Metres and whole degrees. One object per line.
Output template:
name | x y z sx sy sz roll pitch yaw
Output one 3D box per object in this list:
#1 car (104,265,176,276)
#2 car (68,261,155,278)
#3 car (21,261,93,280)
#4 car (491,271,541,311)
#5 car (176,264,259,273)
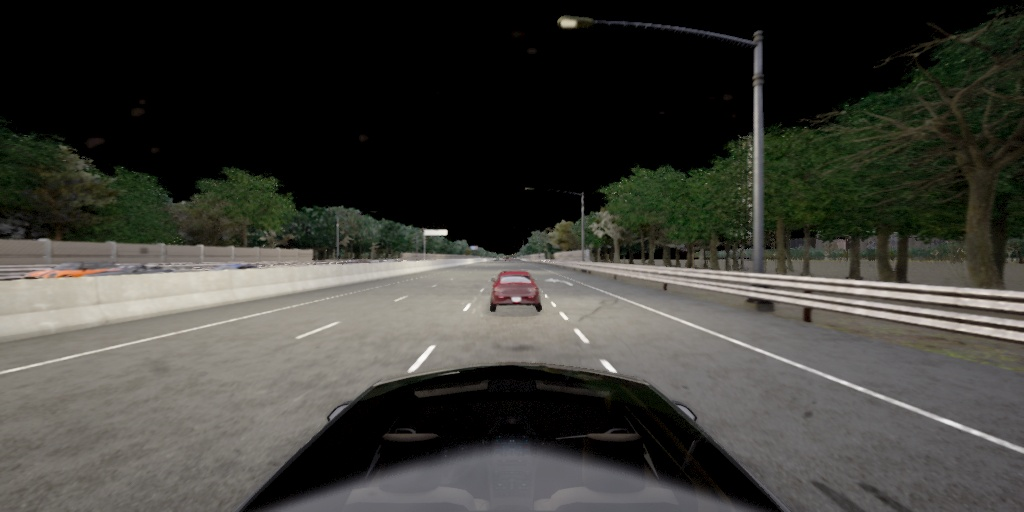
car | -21.123 1.386 21.882 1.895 1.301 4.718 0 0 0
car | -24.620 1.280 23.309 2.128 1.511 4.902 0 0 0
car | -28.118 1.140 23.223 2.097 1.767 4.553 0 0 0
car | 0.115 1.314 14.501 1.812 1.442 4.674 0 0 -1
car | -17.622 1.264 22.460 1.882 1.535 5.008 0 0 0
